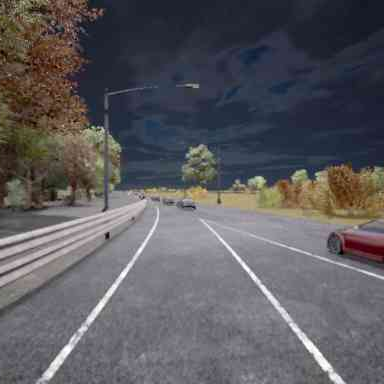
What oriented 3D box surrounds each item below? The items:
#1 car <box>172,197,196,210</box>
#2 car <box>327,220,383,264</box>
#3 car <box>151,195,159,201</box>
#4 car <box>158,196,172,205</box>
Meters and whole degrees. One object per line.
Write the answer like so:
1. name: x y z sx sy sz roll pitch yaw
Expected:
1. car: -0.841 1.505 42.940 2.033 1.411 5.357 0 0 -13
2. car: 6.319 1.596 10.797 1.994 1.385 4.181 2 0 -12
3. car: -8.538 1.348 77.602 2.033 1.411 5.357 0 0 -13
4. car: -4.118 1.446 57.692 2.033 1.411 5.357 0 0 -13
